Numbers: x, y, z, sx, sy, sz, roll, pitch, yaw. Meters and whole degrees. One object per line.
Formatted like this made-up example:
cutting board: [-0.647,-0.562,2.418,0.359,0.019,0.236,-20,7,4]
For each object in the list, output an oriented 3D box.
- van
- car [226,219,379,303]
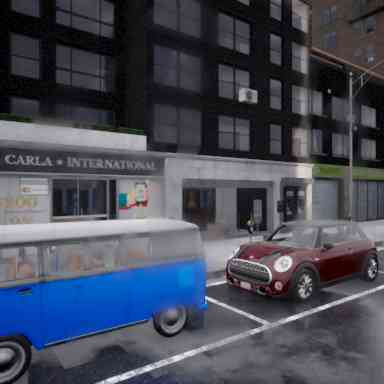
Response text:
van: [-1.651,1.341,5.011,3.998,1.788,1.690,0,0,-36]
car: [2.751,1.440,8.160,4.097,1.590,1.967,0,0,-36]
